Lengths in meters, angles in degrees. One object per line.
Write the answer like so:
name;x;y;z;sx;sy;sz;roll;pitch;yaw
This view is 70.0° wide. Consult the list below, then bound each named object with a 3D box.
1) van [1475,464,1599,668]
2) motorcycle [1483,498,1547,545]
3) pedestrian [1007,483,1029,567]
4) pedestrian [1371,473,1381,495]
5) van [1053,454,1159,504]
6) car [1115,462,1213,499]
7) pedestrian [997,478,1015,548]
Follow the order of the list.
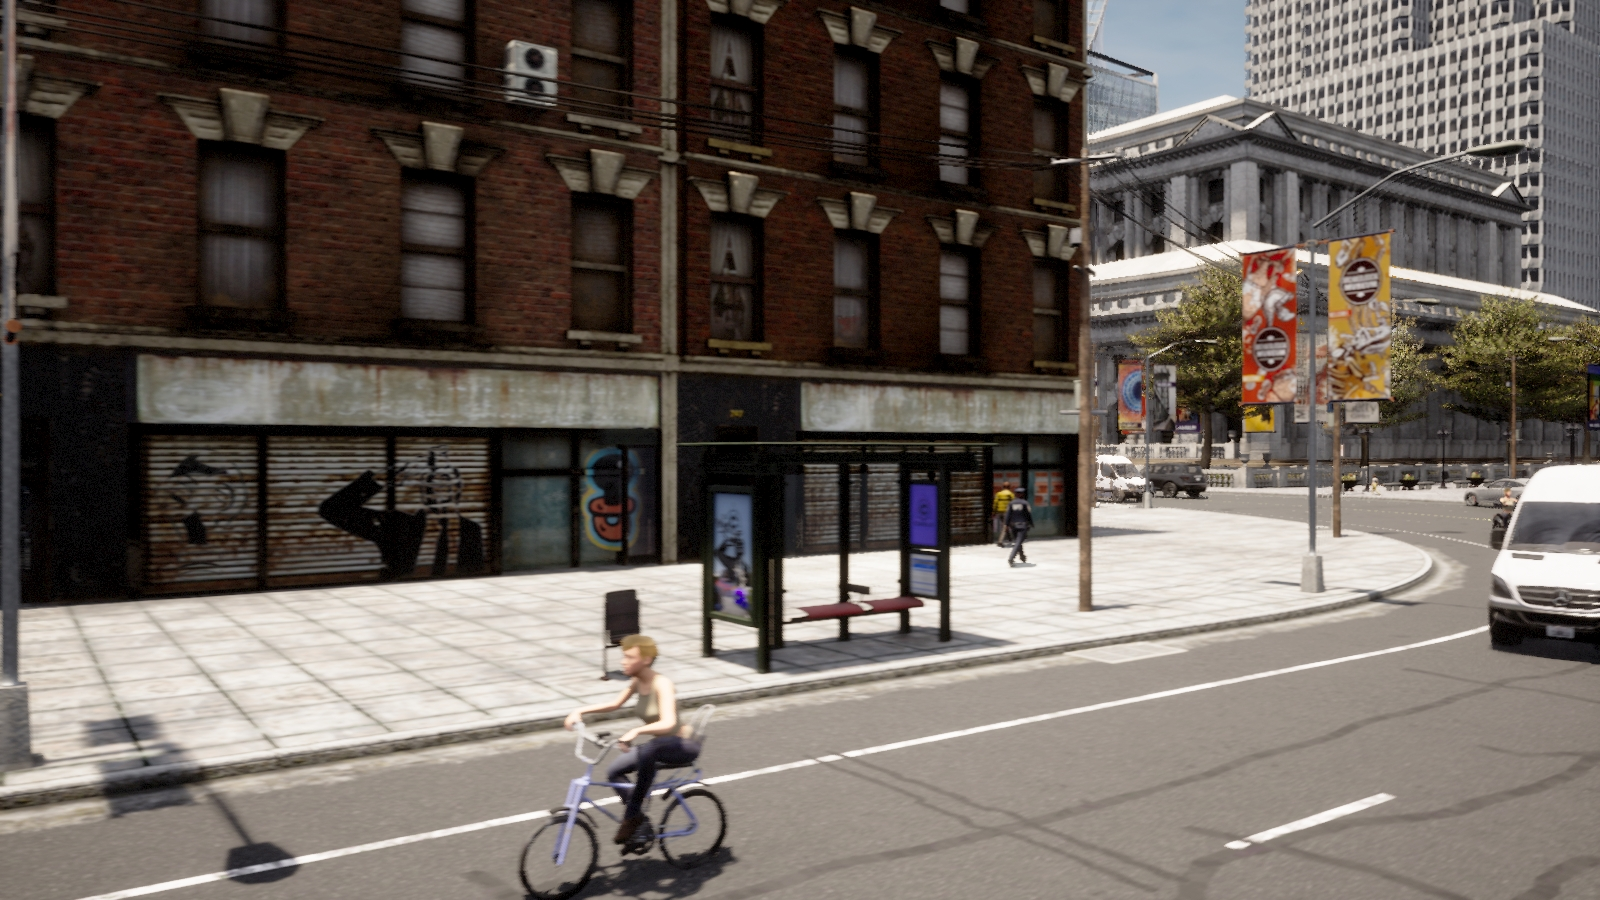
van;12.131;1.534;17.185;5.915;2.561;1.988;0;0;-45
motorcycle;21.778;2.170;34.863;0.764;1.277;2.356;-1;0;9
pedestrian;4.932;1.696;25.884;0.375;1.860;0.375;0;0;35
pedestrian;33.415;1.976;66.315;0.375;1.300;0.375;0;0;-33
van;16.612;1.534;62.331;1.988;2.561;5.915;0;0;-30
car;21.489;1.779;67.737;2.150;2.045;5.566;0;0;-30
pedestrian;5.595;1.696;31.034;0.375;1.860;0.375;0;0;37
